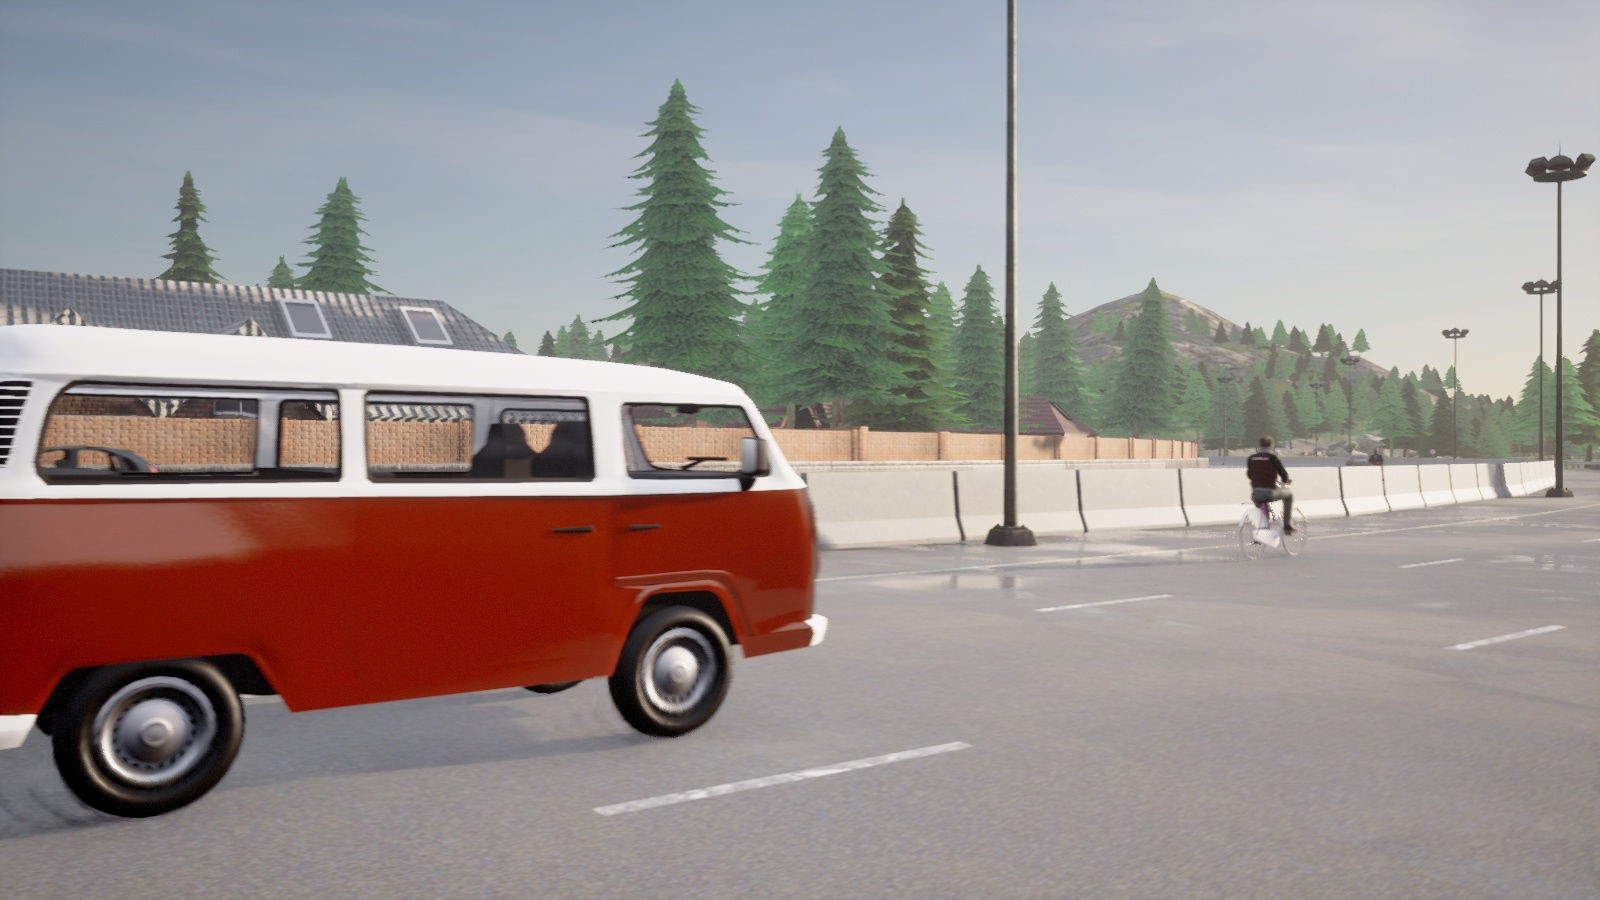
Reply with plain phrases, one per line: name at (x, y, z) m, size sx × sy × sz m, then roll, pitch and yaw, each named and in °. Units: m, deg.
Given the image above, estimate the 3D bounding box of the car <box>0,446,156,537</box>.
car at (-14.409, 0.738, 23.457) m, size 3.988 × 1.617 × 1.851 m, roll 0°, pitch 0°, yaw -36°

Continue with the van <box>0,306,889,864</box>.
van at (-1.922, 0.490, 6.586) m, size 4.480 × 2.038 × 2.069 m, roll 0°, pitch 0°, yaw -36°

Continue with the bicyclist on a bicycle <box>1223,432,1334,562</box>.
bicyclist on a bicycle at (6.888, 0.648, 18.036) m, size 1.843 × 1.776 × 0.659 m, roll 0°, pitch -1°, yaw -41°
